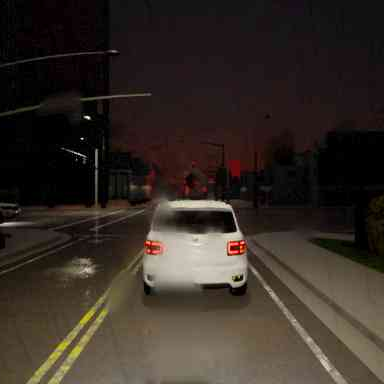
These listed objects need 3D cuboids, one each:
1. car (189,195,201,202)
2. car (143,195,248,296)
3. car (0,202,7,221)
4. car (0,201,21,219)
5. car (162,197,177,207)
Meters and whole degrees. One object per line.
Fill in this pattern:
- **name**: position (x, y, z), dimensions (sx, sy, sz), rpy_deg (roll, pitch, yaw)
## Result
- **car**: position (0.839, 1.465, 78.688), dimensions (1.882, 1.535, 5.008), rpy_deg (0, 0, 12)
- **car**: position (0.080, 1.221, 8.818), dimensions (2.150, 2.045, 5.566), rpy_deg (0, 0, 0)
- **car**: position (-16.219, 1.667, 24.062), dimensions (4.181, 1.385, 1.994), rpy_deg (-1, 0, 0)
- **car**: position (-17.298, 1.339, 27.558), dimensions (5.566, 2.045, 2.150), rpy_deg (-1, 0, 0)
- **car**: position (-3.530, 1.564, 52.961), dimensions (1.994, 1.385, 4.181), rpy_deg (0, 0, 0)
